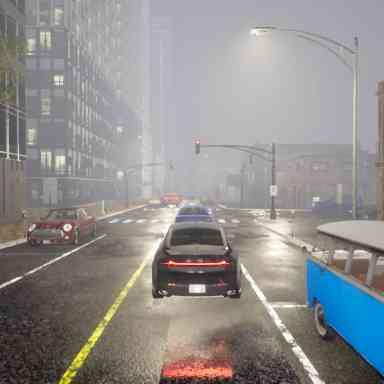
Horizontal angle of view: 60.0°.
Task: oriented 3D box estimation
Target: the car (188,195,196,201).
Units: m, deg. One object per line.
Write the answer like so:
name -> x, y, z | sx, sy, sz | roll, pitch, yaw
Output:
car -> -0.074, 1.481, 79.510 | 1.837, 1.490, 4.892 | 0, 0, 0

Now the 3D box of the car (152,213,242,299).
car -> 0.090, 1.502, 8.445 | 1.837, 1.490, 4.892 | 0, 0, 0

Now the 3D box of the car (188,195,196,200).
car -> -0.083, 1.441, 89.923 | 2.033, 1.411, 5.357 | 0, 0, 0

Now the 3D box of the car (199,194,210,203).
car -> 2.610, 1.298, 69.871 | 2.192, 1.841, 5.009 | -1, 0, 0

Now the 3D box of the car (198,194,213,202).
car -> 2.622, 1.425, 58.583 | 1.967, 1.590, 4.097 | -1, 0, 0

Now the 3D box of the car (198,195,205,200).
car -> 2.593, 1.531, 92.447 | 2.008, 1.369, 4.403 | -1, 0, 0

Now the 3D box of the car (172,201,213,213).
car -> 0.074, 1.472, 17.933 | 1.882, 1.535, 5.008 | 0, 0, 0

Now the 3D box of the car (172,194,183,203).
car -> -3.064, 1.338, 70.565 | 2.097, 1.767, 4.553 | 0, 0, 0

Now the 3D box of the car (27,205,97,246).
car -> -5.718, 1.436, 15.038 | 1.967, 1.590, 4.097 | -1, 0, 0

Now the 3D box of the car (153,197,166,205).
car -> -5.723, 1.551, 58.629 | 1.947, 1.339, 4.313 | -1, 0, 0

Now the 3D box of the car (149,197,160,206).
car -> -5.889, 1.512, 52.816 | 1.752, 1.417, 4.829 | -1, 0, 0

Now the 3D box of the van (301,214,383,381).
van -> 2.670, 1.340, 3.962 | 1.690, 1.788, 3.998 | -1, 0, 0

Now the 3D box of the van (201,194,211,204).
van -> 2.615, 1.325, 64.227 | 1.690, 1.788, 3.998 | -1, 0, 0

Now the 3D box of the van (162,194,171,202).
van -> -5.742, 1.324, 75.562 | 1.690, 1.788, 3.998 | -1, 0, 0

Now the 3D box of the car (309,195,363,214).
car -> 15.516, 1.349, 35.721 | 5.566, 2.045, 2.150 | 1, 1, 1

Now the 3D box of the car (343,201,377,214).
car -> 16.389, 1.793, 29.930 | 4.313, 1.339, 1.947 | 1, 0, 1

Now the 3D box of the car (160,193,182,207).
car -> -3.150, 1.208, 50.878 | 2.150, 2.045, 5.566 | 0, 0, 0

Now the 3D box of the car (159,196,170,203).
car -> -5.733, 1.549, 69.918 | 1.947, 1.339, 4.313 | -1, 0, 0

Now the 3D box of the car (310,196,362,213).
car -> 16.490, 1.411, 38.307 | 5.009, 1.841, 2.192 | 1, 0, 1
